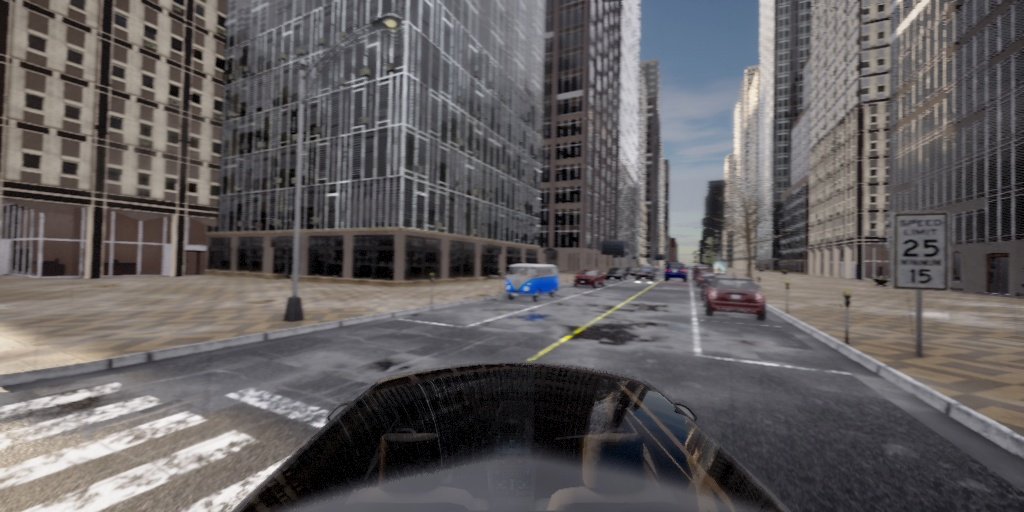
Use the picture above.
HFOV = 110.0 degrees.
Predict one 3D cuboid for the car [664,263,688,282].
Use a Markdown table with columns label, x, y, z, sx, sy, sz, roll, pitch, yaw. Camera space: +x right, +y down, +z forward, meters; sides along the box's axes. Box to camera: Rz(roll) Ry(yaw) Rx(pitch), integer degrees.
| label | x | y | z | sx | sy | sz | roll | pitch | yaw |
| --- | --- | --- | --- | --- | --- | --- | --- | --- | --- |
| car | 18.147 | 1.761 | 39.643 | 2.150 | 2.045 | 5.566 | 1 | -1 | 27 |

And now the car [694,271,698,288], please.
| label | x | y | z | sx | sy | sz | roll | pitch | yaw |
| --- | --- | --- | --- | --- | --- | --- | --- | --- | --- |
| car | 11.249 | 1.743 | 19.596 | 1.948 | 1.339 | 4.313 | 0 | 0 | 26 |

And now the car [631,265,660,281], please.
| label | x | y | z | sx | sy | sz | roll | pitch | yaw |
| --- | --- | --- | --- | --- | --- | --- | --- | --- | --- |
| car | 15.199 | 2.036 | 40.627 | 2.033 | 1.411 | 5.357 | 1 | -1 | 26 |

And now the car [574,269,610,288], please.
| label | x | y | z | sx | sy | sz | roll | pitch | yaw |
| --- | --- | --- | --- | --- | --- | --- | --- | --- | --- |
| car | 6.185 | 1.714 | 28.453 | 1.888 | 1.381 | 4.507 | 0 | 0 | 26 |

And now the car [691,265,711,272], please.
| label | x | y | z | sx | sy | sz | roll | pitch | yaw |
| --- | --- | --- | --- | --- | --- | --- | --- | --- | --- |
| car | 21.239 | 1.923 | 40.035 | 2.192 | 1.841 | 5.009 | 0 | 0 | 26 |

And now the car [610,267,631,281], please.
| label | x | y | z | sx | sy | sz | roll | pitch | yaw |
| --- | --- | --- | --- | --- | --- | --- | --- | --- | --- |
| car | 11.218 | 1.950 | 38.653 | 1.948 | 1.339 | 4.313 | 0 | 0 | 26 |

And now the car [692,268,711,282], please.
| label | x | y | z | sx | sy | sz | roll | pitch | yaw |
| --- | --- | --- | --- | --- | --- | --- | --- | --- | --- |
| car | 16.214 | 1.974 | 29.830 | 1.802 | 1.307 | 4.207 | 0 | 0 | 26 |

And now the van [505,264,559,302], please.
| label | x | y | z | sx | sy | sz | roll | pitch | yaw |
| --- | --- | --- | --- | --- | --- | --- | --- | --- | --- |
| van | 1.060 | 1.293 | 18.298 | 1.690 | 1.789 | 3.998 | 0 | 0 | 26 |

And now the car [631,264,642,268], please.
| label | x | y | z | sx | sy | sz | roll | pitch | yaw |
| --- | --- | --- | --- | --- | --- | --- | --- | --- | --- |
| car | 16.244 | 2.166 | 48.860 | 1.948 | 1.339 | 4.313 | 0 | 0 | 26 |

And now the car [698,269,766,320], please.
| label | x | y | z | sx | sy | sz | roll | pitch | yaw |
| --- | --- | --- | --- | --- | --- | --- | --- | --- | --- |
| car | 8.787 | 1.511 | 14.469 | 1.967 | 1.591 | 4.097 | 0 | 0 | 26 |
